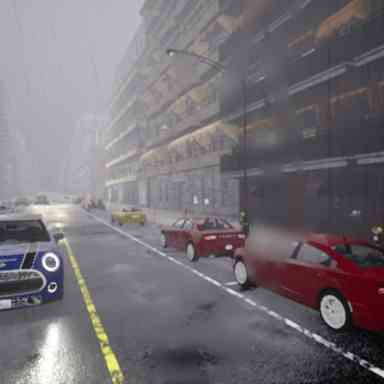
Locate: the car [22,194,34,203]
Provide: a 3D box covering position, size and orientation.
[{"bbox_3d":[-32.397,1.285,65.877,1.967,1.590,4.097,1,0,-24],"label":"car"}]

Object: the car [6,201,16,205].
[{"bbox_3d":[-14.284,1.503,24.278,1.887,1.381,4.507,1,0,-24],"label":"car"}]

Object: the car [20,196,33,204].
[{"bbox_3d":[-30.134,1.411,60.676,2.008,1.369,4.403,1,0,-24],"label":"car"}]

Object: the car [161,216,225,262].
[{"bbox_3d":[0.216,1.508,11.970,1.887,1.381,4.507,1,0,-24],"label":"car"}]

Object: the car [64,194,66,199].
[{"bbox_3d":[-26.953,1.346,74.360,1.887,1.381,4.507,1,0,-24],"label":"car"}]

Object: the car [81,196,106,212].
[{"bbox_3d":[-11.104,1.345,37.967,1.967,1.590,4.097,1,0,-24],"label":"car"}]

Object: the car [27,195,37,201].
[{"bbox_3d":[-39.191,1.347,81.474,2.008,1.369,4.403,1,0,-24],"label":"car"}]

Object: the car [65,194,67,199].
[{"bbox_3d":[-24.689,1.368,69.161,2.008,1.369,4.403,1,0,-24],"label":"car"}]

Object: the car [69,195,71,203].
[{"bbox_3d":[-20.161,1.393,58.763,1.887,1.381,4.507,1,0,-24],"label":"car"}]

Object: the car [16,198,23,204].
[{"bbox_3d":[-16.549,1.496,29.479,2.008,1.369,4.403,1,0,-24],"label":"car"}]

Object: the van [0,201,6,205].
[{"bbox_3d":[-12.018,1.311,19.080,1.690,1.788,3.998,1,0,-24],"label":"van"}]

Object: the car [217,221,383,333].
[{"bbox_3d":[2.480,1.519,6.771,1.887,1.381,4.507,1,0,-24],"label":"car"}]

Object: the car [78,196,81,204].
[{"bbox_3d":[-13.368,1.473,43.168,1.802,1.307,4.206,1,0,-24],"label":"car"}]

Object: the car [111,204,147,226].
[{"bbox_3d":[-4.380,1.467,22.525,1.752,1.417,4.829,1,0,-24],"label":"car"}]

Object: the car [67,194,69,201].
[{"bbox_3d":[-22.425,1.384,63.962,2.008,1.369,4.403,1,0,-24],"label":"car"}]

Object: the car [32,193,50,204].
[{"bbox_3d":[-23.309,1.231,51.710,2.097,1.767,4.553,0,0,-24],"label":"car"}]

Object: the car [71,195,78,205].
[{"bbox_3d":[-17.896,1.303,53.564,1.967,1.590,4.097,1,0,-24],"label":"car"}]

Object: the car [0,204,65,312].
[{"bbox_3d":[-4.174,1.338,7.768,2.097,1.767,4.553,0,0,-24],"label":"car"}]

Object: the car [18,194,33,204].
[{"bbox_3d":[-25.606,1.456,50.278,1.947,1.339,4.313,1,0,-24],"label":"car"}]
